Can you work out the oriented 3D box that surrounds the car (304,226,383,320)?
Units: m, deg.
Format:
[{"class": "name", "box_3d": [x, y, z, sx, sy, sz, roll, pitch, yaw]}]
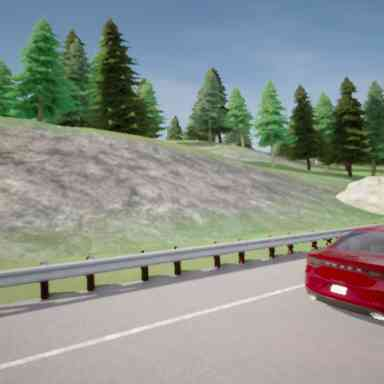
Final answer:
[{"class": "car", "box_3d": [4.423, 1.440, 6.900, 5.008, 1.535, 1.882, 0, 0, -35]}]
